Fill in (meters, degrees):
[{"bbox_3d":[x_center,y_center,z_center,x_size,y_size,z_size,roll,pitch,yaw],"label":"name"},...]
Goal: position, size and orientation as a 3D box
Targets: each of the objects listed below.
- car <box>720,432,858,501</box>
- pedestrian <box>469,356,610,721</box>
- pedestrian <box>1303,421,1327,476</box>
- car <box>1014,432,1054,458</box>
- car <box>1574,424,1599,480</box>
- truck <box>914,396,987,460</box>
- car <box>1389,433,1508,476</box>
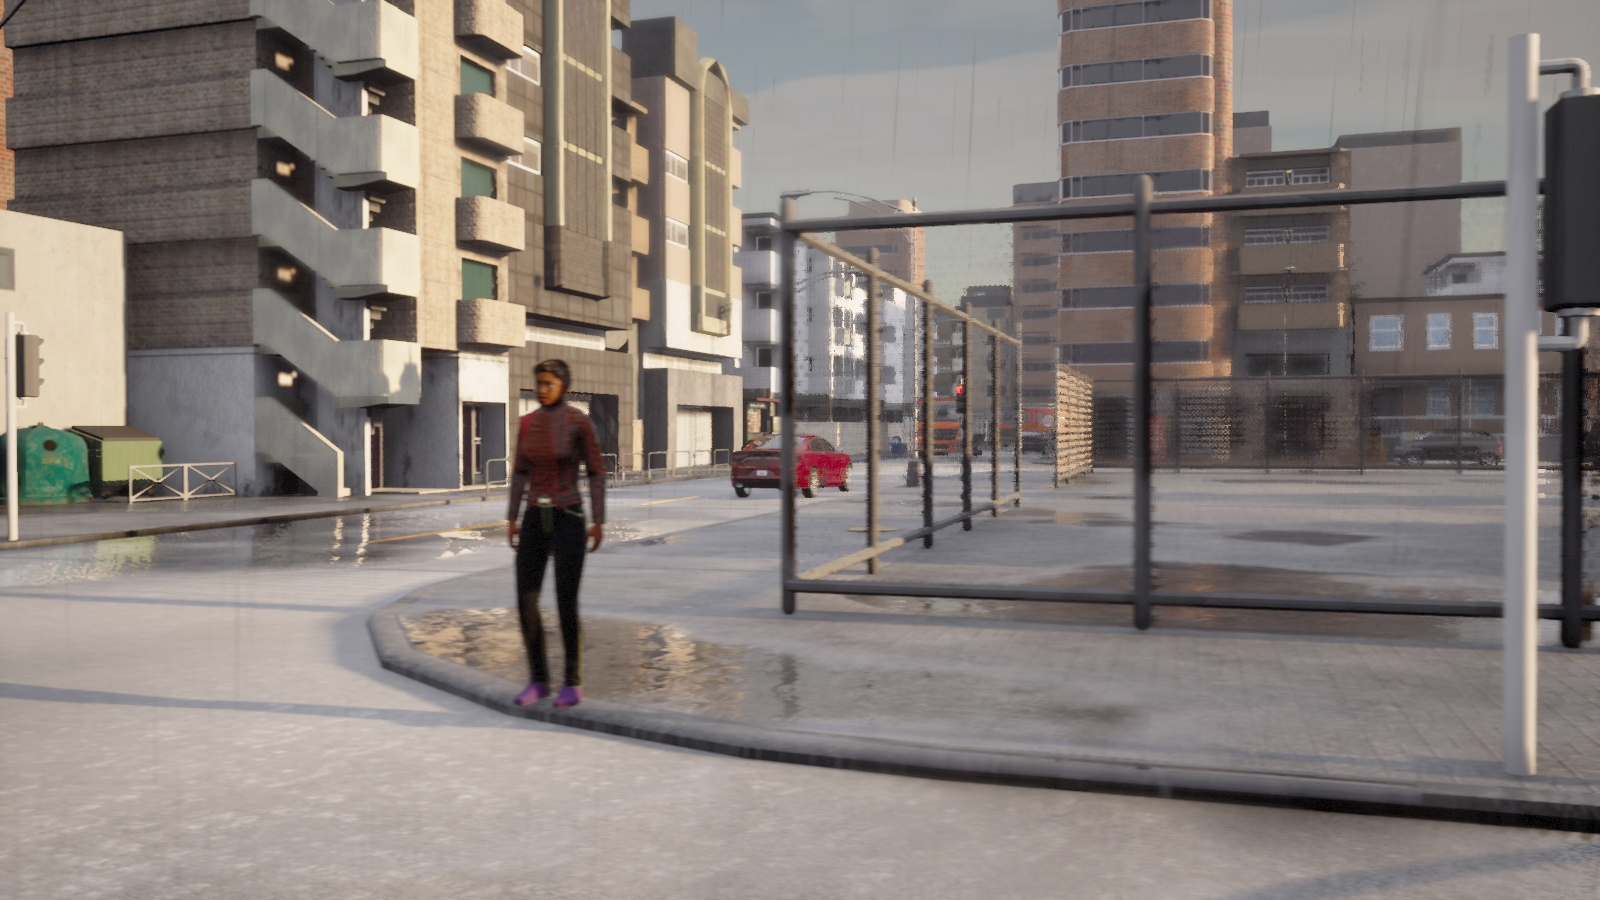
[{"bbox_3d":[-0.148,0.322,30.567,1.882,1.535,5.008,1,1,18],"label":"car"},{"bbox_3d":[-1.363,0.432,6.667,0.328,1.805,0.869,1,1,19],"label":"pedestrian"},{"bbox_3d":[17.070,-0.054,41.623,0.706,1.836,0.354,1,1,20],"label":"pedestrian"},{"bbox_3d":[14.491,-0.335,77.620,1.837,1.490,4.892,1,1,17],"label":"car"},{"bbox_3d":[28.544,0.066,42.269,3.866,1.878,1.905,1,1,18],"label":"car"},{"bbox_3d":[8.836,-1.271,72.936,2.891,3.462,7.936,0,1,17],"label":"truck"},{"bbox_3d":[24.570,0.148,47.698,3.705,1.549,1.789,1,1,16],"label":"car"}]
